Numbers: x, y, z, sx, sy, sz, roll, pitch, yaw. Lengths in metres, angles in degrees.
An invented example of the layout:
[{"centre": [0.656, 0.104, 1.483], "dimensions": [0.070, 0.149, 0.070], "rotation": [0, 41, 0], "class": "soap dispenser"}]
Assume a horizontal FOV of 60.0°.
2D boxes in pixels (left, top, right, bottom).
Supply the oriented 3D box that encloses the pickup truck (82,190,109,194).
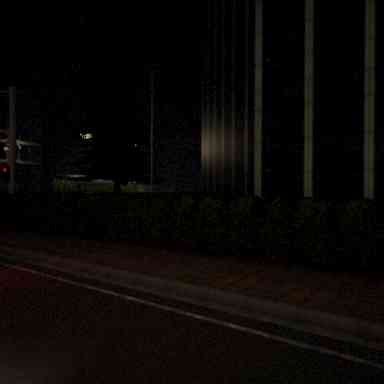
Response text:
[{"centre": [-17.840, 0.711, 63.410], "dimensions": [6.274, 2.098, 2.390], "rotation": [0, 0, -24], "class": "pickup truck"}]
